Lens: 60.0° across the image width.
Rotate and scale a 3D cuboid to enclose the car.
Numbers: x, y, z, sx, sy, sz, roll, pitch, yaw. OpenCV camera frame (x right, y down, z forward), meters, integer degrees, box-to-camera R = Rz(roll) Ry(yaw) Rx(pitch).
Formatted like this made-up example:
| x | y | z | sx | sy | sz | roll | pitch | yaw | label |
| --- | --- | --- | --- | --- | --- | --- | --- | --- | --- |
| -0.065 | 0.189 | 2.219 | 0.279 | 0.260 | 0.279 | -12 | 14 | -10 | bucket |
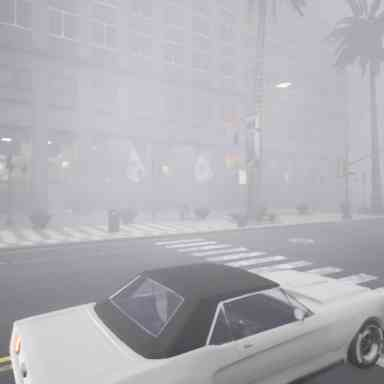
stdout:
| x | y | z | sx | sy | sz | roll | pitch | yaw | label |
| --- | --- | --- | --- | --- | --- | --- | --- | --- | --- |
| 0.481 | 1.599 | 4.134 | 4.718 | 1.301 | 1.895 | 0 | 0 | -33 | car |
